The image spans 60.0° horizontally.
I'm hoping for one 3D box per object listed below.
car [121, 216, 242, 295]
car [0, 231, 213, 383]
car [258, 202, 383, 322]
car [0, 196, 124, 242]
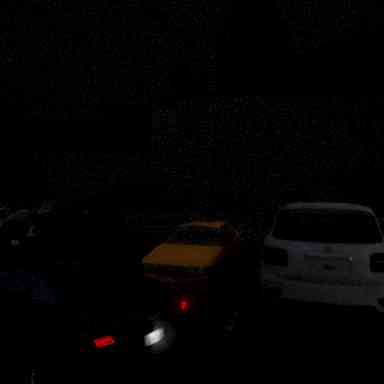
[{"bbox_3d":[0.245,1.476,9.095,1.946,1.575,5.366,1,0,15],"label":"car"},{"bbox_3d":[-2.041,1.559,4.832,4.181,1.385,1.994,0,0,35],"label":"car"},{"bbox_3d":[2.745,1.236,7.559,2.435,2.045,5.566,0,-1,15],"label":"car"},{"bbox_3d":[-4.597,1.205,12.731,2.435,2.045,5.566,1,0,16],"label":"car"}]
